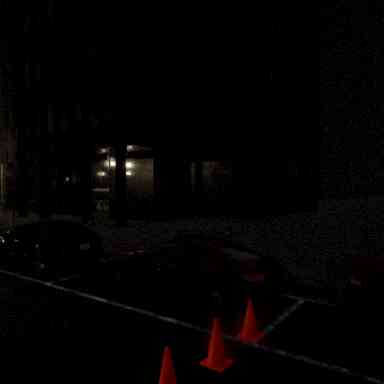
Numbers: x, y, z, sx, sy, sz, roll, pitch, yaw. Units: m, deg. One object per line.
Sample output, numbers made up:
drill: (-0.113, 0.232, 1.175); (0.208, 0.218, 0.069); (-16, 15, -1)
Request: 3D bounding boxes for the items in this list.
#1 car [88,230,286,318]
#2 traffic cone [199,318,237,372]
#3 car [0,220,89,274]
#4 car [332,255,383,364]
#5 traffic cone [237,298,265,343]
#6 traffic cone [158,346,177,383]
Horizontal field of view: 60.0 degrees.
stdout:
car: (-0.116, 1.576, 7.187); (4.206, 1.307, 1.802); (0, 0, 36)
traffic cone: (0.323, 1.952, 4.364); (0.340, 0.580, 0.340); (0, 0, 36)
car: (-4.662, 1.552, 10.460); (4.313, 1.339, 1.947); (0, 0, 36)
car: (4.430, 1.318, 3.913); (5.009, 1.841, 2.192); (0, 0, 36)
traffic cone: (0.906, 1.952, 5.176); (0.340, 0.580, 0.340); (0, 0, 36)
traffic cone: (-0.262, 1.952, 3.553); (0.340, 0.580, 0.340); (0, 0, 36)
